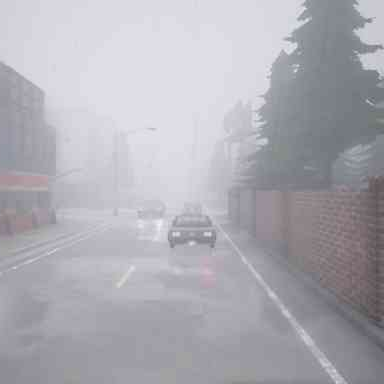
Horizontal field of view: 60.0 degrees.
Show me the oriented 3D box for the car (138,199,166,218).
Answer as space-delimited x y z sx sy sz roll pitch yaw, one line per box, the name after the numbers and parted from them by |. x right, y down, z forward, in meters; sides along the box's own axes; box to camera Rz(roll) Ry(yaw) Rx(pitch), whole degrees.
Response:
-3.500 1.401 29.830 2.097 1.767 4.553 0 0 0 | car

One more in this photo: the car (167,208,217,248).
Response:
0.000 1.613 14.680 1.895 1.301 4.718 0 0 0 | car

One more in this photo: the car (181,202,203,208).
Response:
0.000 1.561 29.650 2.033 1.411 5.357 0 0 0 | car
